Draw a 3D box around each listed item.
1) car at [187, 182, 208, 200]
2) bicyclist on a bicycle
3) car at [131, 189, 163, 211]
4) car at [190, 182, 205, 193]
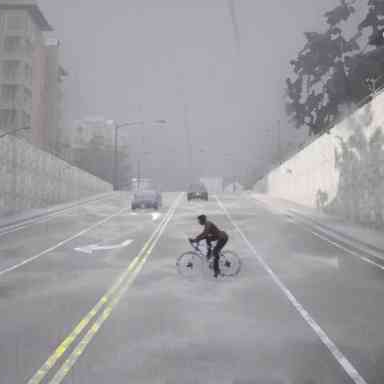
[{"bbox_3d":[0.545,0.018,32.748,1.994,1.385,4.181,0,4,1],"label":"car"},{"bbox_3d":[0.432,1.397,8.503,1.656,1.620,0.582,-1,1,1],"label":"bicyclist on a bicycle"},{"bbox_3d":[-3.274,0.517,24.831,1.812,1.442,4.674,0,4,1],"label":"car"},{"bbox_3d":[0.715,-0.639,44.303,1.895,1.301,4.718,0,2,1],"label":"car"}]
